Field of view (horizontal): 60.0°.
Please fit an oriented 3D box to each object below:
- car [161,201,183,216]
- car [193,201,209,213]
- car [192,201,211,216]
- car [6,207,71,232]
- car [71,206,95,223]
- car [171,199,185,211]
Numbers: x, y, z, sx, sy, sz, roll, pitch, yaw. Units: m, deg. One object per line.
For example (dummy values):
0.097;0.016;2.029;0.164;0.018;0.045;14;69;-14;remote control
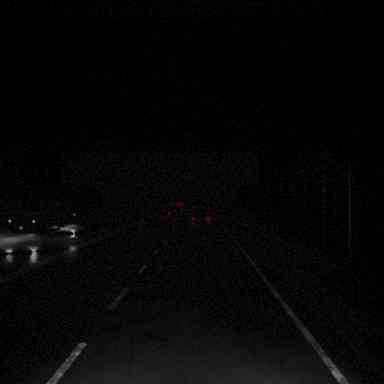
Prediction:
-2.408;1.996;38.274;1.895;1.301;4.718;0;-1;2;car
1.272;2.031;46.596;2.033;1.411;5.357;0;-1;2;car
1.044;1.738;37.196;2.097;1.767;4.553;0;-1;2;car
-9.970;1.821;21.751;1.895;1.301;4.718;0;-1;2;car
-9.842;1.888;28.229;1.895;1.301;4.718;0;-1;2;car
-2.171;1.840;47.258;2.097;1.767;4.553;0;-1;2;car
